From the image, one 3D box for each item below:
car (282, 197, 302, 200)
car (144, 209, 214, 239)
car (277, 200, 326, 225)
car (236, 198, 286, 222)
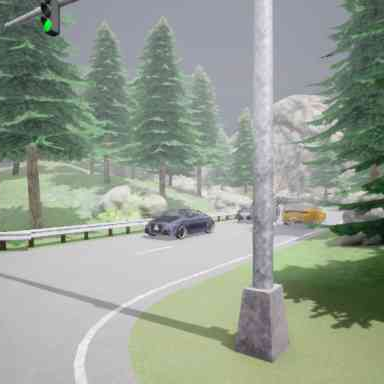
[{"bbox_3d":[10.773,1.519,34.136,1.837,1.490,4.892,0,0,28],"label":"car"},{"bbox_3d":[-0.556,1.578,17.460,1.994,1.385,4.181,0,0,35],"label":"car"},{"bbox_3d":[8.008,1.541,23.442,1.882,1.535,5.008,0,-1,35],"label":"car"},{"bbox_3d":[5.138,1.506,25.613,2.128,1.511,4.902,0,0,35],"label":"car"}]
